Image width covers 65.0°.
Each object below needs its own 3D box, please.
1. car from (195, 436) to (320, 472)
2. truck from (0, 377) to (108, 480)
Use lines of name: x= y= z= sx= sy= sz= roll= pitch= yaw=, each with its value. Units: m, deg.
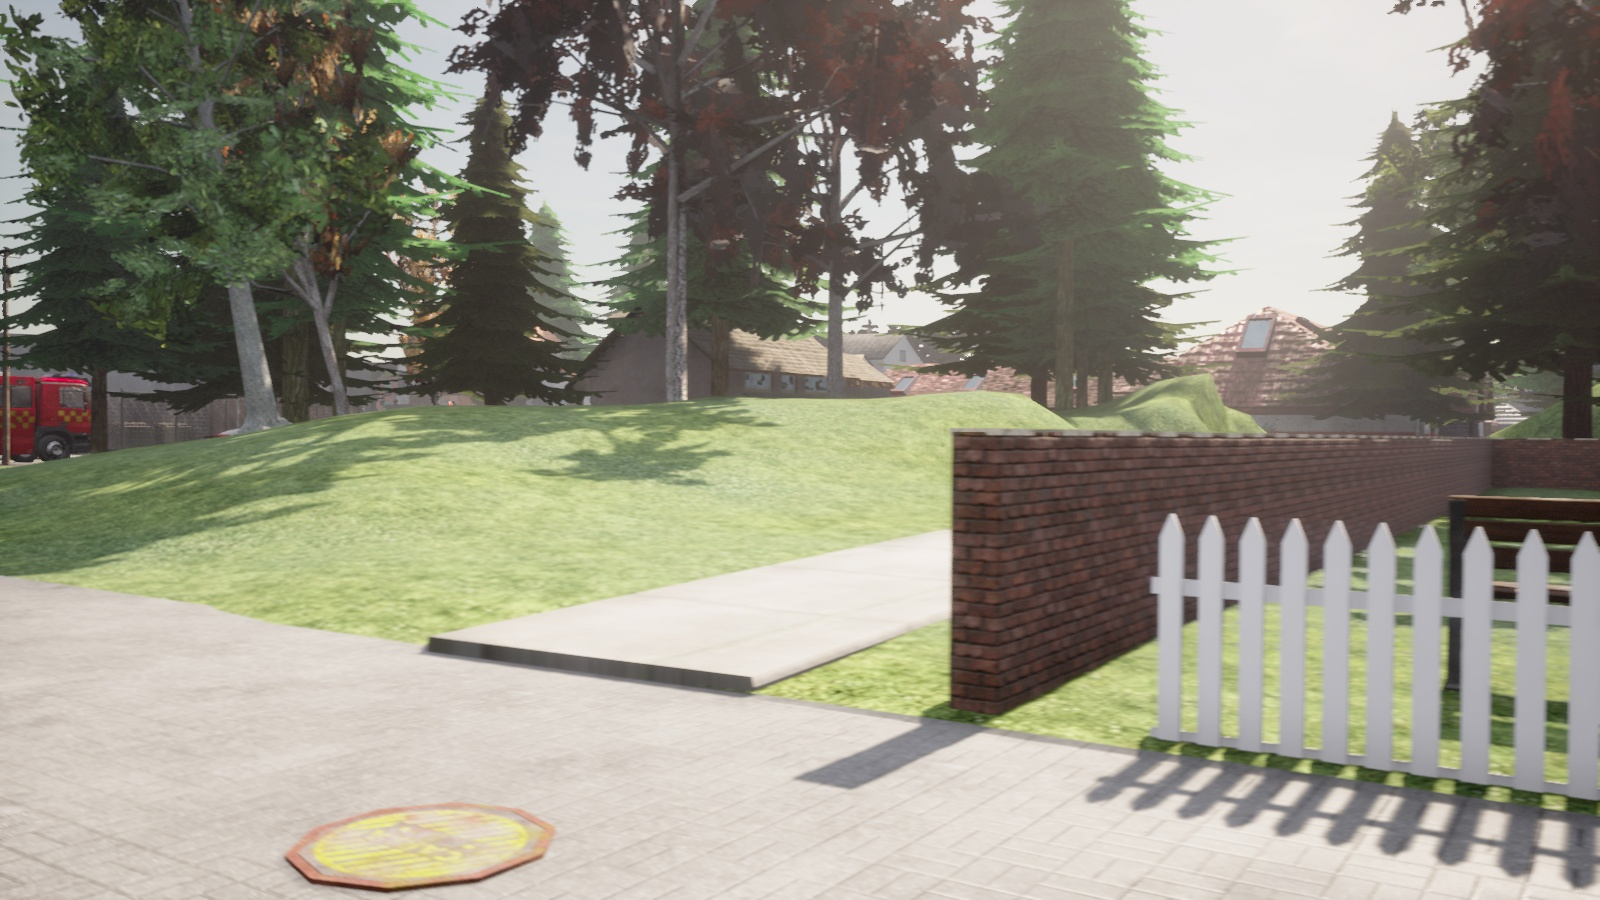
car: x=-24.612 y=0.154 z=57.151 sx=1.882 sy=1.535 sz=5.008 roll=0 pitch=1 yaw=33
truck: x=-31.147 y=-0.795 z=47.305 sx=2.891 sy=3.827 sz=8.468 roll=0 pitch=1 yaw=34
